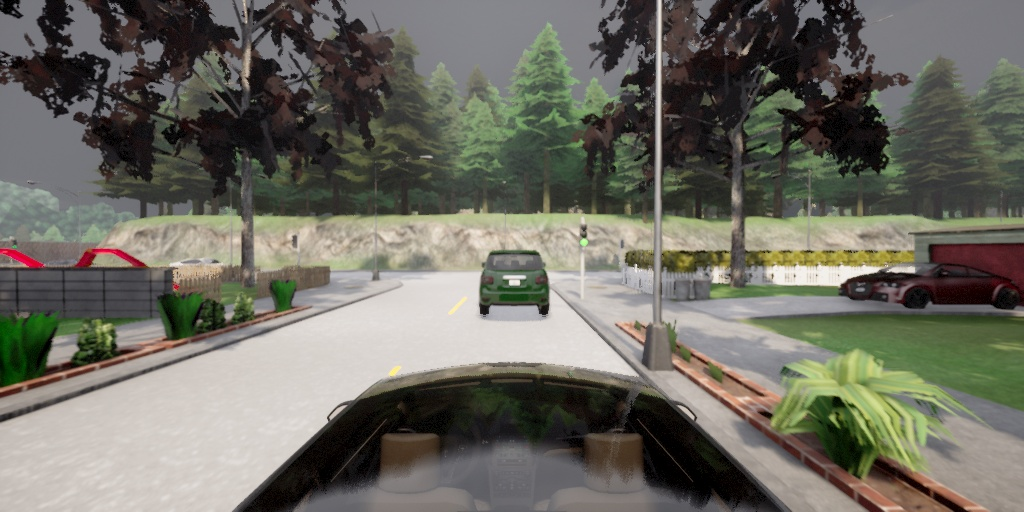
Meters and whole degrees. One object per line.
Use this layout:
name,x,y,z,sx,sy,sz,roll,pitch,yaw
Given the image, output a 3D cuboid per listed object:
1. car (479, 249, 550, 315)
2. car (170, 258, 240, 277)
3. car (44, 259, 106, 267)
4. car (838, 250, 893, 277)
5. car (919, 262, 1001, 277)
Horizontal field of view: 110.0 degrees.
car,0.070,0.790,12.674,2.150,2.045,5.566,0,1,0
car,-23.273,0.855,27.132,4.674,1.442,1.812,0,1,0
car,-33.206,0.894,27.140,4.181,1.385,1.994,0,1,-1
car,29.087,0.482,31.290,5.566,2.045,2.150,0,1,0
car,38.998,0.825,31.266,4.181,1.385,1.994,0,1,1
